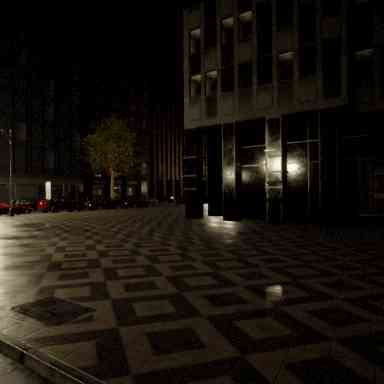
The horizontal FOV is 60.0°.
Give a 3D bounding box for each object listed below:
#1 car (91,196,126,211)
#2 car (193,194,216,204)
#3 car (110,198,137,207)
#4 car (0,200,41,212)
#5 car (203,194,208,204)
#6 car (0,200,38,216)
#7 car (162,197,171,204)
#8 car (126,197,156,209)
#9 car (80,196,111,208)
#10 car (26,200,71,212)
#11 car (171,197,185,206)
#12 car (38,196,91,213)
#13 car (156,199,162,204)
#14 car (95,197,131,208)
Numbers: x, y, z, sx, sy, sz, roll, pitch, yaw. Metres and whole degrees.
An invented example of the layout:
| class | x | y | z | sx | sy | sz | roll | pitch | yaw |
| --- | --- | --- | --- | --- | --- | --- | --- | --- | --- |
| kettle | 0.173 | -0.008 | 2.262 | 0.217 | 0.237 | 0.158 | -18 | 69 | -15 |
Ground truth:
| class | x | y | z | sx | sy | sz | roll | pitch | yaw |
| --- | --- | --- | --- | --- | --- | --- | --- | --- | --- |
| car | -10.509 | 1.526 | 39.812 | 1.947 | 1.339 | 4.313 | -1 | 0 | 35 |
| car | 2.424 | 1.285 | 62.996 | 2.097 | 1.767 | 4.553 | -1 | 0 | 35 |
| car | -11.086 | 1.614 | 53.941 | 1.802 | 1.307 | 4.206 | -1 | 0 | 35 |
| car | -20.725 | 1.643 | 40.038 | 1.947 | 1.339 | 4.313 | -1 | 0 | 35 |
| car | 2.340 | 1.224 | 58.349 | 2.192 | 1.841 | 5.009 | -1 | 0 | 35 |
| car | -16.934 | 1.577 | 30.544 | 1.802 | 1.307 | 4.206 | -1 | 0 | 35 |
| car | -4.660 | 1.576 | 63.211 | 1.947 | 1.339 | 4.313 | -1 | 0 | 35 |
| car | -7.297 | 1.510 | 44.445 | 1.947 | 1.339 | 4.313 | -1 | 0 | 35 |
| car | -14.301 | 1.485 | 49.306 | 1.967 | 1.590 | 4.097 | -1 | 0 | 35 |
| car | -17.232 | 1.639 | 40.246 | 1.895 | 1.301 | 4.718 | -1 | 0 | 35 |
| car | -0.872 | 1.464 | 53.714 | 1.887 | 1.381 | 4.507 | -1 | 0 | 35 |
| car | -13.724 | 1.291 | 35.179 | 2.192 | 1.841 | 5.009 | -1 | 0 | 35 |
| car | -7.970 | 1.546 | 58.435 | 1.752 | 1.417 | 4.829 | -1 | 0 | 35 |
| car | -11.480 | 1.502 | 48.519 | 2.128 | 1.511 | 4.902 | -1 | 0 | 35 |
